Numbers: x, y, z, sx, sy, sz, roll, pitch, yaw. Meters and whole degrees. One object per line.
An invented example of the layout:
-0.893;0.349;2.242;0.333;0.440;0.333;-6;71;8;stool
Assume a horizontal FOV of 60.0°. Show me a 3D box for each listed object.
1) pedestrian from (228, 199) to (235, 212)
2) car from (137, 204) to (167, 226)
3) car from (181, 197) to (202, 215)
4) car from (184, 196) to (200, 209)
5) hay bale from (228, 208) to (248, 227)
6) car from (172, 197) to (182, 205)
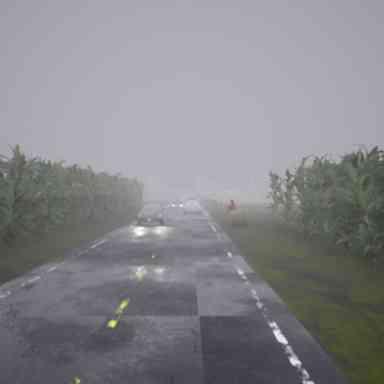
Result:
2.835;1.380;23.807;0.375;1.860;0.375;1;-1;-3;pedestrian
-2.839;1.598;24.386;1.812;1.442;4.674;0;0;0;car
0.054;1.626;35.947;1.812;1.442;4.674;0;0;1;car
0.041;1.474;47.502;2.097;1.767;4.553;0;0;1;car
3.128;1.724;22.699;1.220;1.180;1.240;-1;-1;0;hay bale
-2.748;1.650;63.616;1.837;1.490;4.892;0;0;1;car
